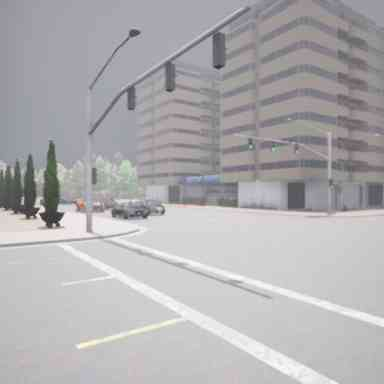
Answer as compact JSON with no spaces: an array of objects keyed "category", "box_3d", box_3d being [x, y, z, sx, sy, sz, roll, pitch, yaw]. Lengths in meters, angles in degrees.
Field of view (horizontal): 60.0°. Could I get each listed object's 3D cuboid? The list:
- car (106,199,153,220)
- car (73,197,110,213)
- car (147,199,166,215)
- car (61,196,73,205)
[{"category":"car","box_3d":[-5.403,1.570,28.528,1.994,1.385,4.181,0,0,-35]},{"category":"car","box_3d":[-11.229,1.359,36.933,2.097,1.767,4.553,0,0,-35]},{"category":"car","box_3d":[-4.421,1.500,33.250,2.128,1.511,4.902,0,0,-35]},{"category":"car","box_3d":[-21.559,1.516,58.129,1.837,1.490,4.892,0,0,-34]}]
